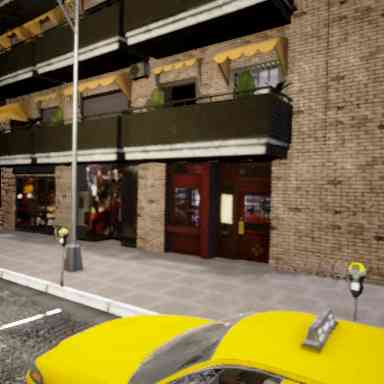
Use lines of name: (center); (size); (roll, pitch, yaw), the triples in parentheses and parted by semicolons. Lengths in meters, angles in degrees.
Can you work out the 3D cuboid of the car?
car: (0.647, 1.521, 2.392); (4.829, 1.417, 1.752); (0, 2, 35)
